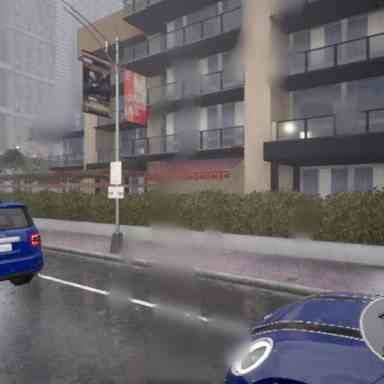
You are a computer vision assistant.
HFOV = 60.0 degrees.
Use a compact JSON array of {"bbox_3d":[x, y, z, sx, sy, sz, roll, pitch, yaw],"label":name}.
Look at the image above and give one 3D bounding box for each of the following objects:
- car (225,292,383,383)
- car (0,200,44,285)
[{"bbox_3d":[2.485,1.352,2.314,4.553,1.767,2.097,0,0,35],"label":"car"},{"bbox_3d":[-5.969,1.221,8.256,5.566,2.045,2.150,0,0,35],"label":"car"}]
